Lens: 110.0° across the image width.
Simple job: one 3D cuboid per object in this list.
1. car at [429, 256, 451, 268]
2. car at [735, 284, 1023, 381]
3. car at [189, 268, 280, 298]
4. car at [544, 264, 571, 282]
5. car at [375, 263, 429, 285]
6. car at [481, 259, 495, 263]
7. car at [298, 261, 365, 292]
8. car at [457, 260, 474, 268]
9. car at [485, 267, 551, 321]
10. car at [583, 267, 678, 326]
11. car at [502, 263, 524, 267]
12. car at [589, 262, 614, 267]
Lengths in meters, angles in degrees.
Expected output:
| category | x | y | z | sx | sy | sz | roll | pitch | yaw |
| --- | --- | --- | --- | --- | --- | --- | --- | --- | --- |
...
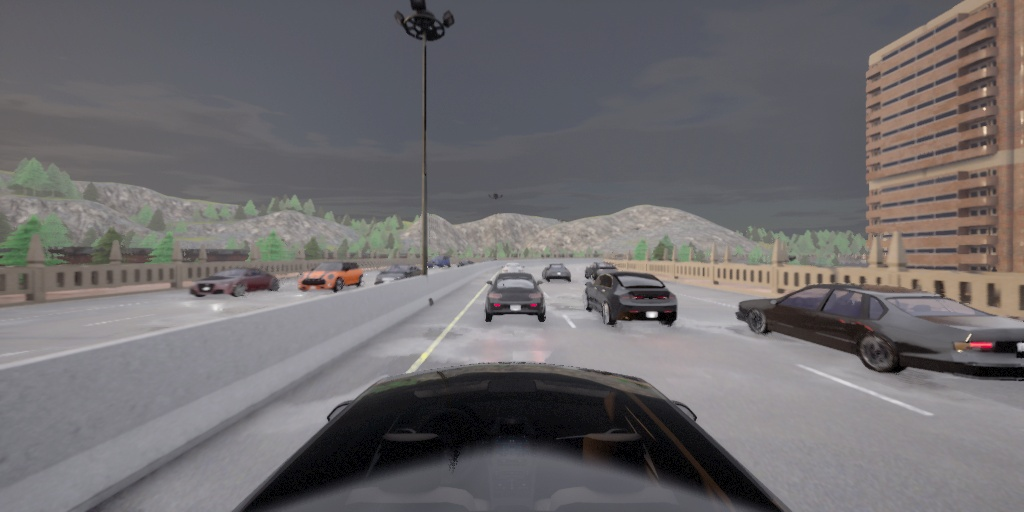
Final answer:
| category | x | y | z | sx | sy | sz | roll | pitch | yaw |
| --- | --- | --- | --- | --- | --- | --- | --- | --- | --- |
| car | -12.147 | 0.989 | 60.498 | 2.150 | 2.045 | 5.566 | 0 | 0 | 11 |
| car | 7.100 | 1.299 | 7.449 | 2.033 | 1.411 | 5.357 | 0 | 0 | 0 |
| car | -14.097 | 1.319 | 18.517 | 1.994 | 1.385 | 4.181 | 0 | 0 | 0 |
| car | 3.600 | 1.323 | 29.476 | 1.994 | 1.385 | 4.181 | 0 | 0 | 0 |
| car | -7.096 | 1.248 | 22.887 | 2.128 | 1.511 | 4.902 | 0 | 0 | 0 |
| car | -4.175 | 1.272 | 64.455 | 1.837 | 1.490 | 4.892 | 0 | 0 | 14 |
| car | -10.597 | 1.108 | 21.343 | 2.097 | 1.767 | 4.553 | 0 | 0 | 0 |
| car | -8.148 | 1.332 | 62.757 | 1.994 | 1.385 | 4.181 | 0 | 0 | 12 |
| car | 0.100 | 1.279 | 12.322 | 1.812 | 1.442 | 4.674 | 0 | 0 | 0 |
| car | 3.601 | 1.258 | 11.647 | 1.837 | 1.490 | 4.892 | 0 | 0 | 0 |
| car | 0.087 | 1.285 | 29.997 | 1.812 | 1.442 | 4.674 | 0 | 0 | 0 |
| car | 7.101 | 1.250 | 28.743 | 2.128 | 1.511 | 4.902 | 0 | 0 | 0 |
